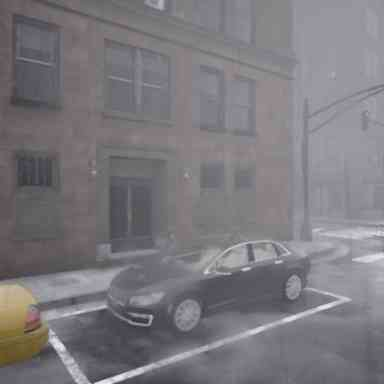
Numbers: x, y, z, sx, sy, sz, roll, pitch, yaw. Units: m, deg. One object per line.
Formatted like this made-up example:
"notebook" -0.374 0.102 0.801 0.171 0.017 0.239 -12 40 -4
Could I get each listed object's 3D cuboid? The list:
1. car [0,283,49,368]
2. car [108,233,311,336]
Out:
"car" -4.080 1.527 3.278 4.829 1.417 1.752 0 0 -36
"car" 0.551 1.547 6.582 4.403 1.369 2.008 0 0 -36
